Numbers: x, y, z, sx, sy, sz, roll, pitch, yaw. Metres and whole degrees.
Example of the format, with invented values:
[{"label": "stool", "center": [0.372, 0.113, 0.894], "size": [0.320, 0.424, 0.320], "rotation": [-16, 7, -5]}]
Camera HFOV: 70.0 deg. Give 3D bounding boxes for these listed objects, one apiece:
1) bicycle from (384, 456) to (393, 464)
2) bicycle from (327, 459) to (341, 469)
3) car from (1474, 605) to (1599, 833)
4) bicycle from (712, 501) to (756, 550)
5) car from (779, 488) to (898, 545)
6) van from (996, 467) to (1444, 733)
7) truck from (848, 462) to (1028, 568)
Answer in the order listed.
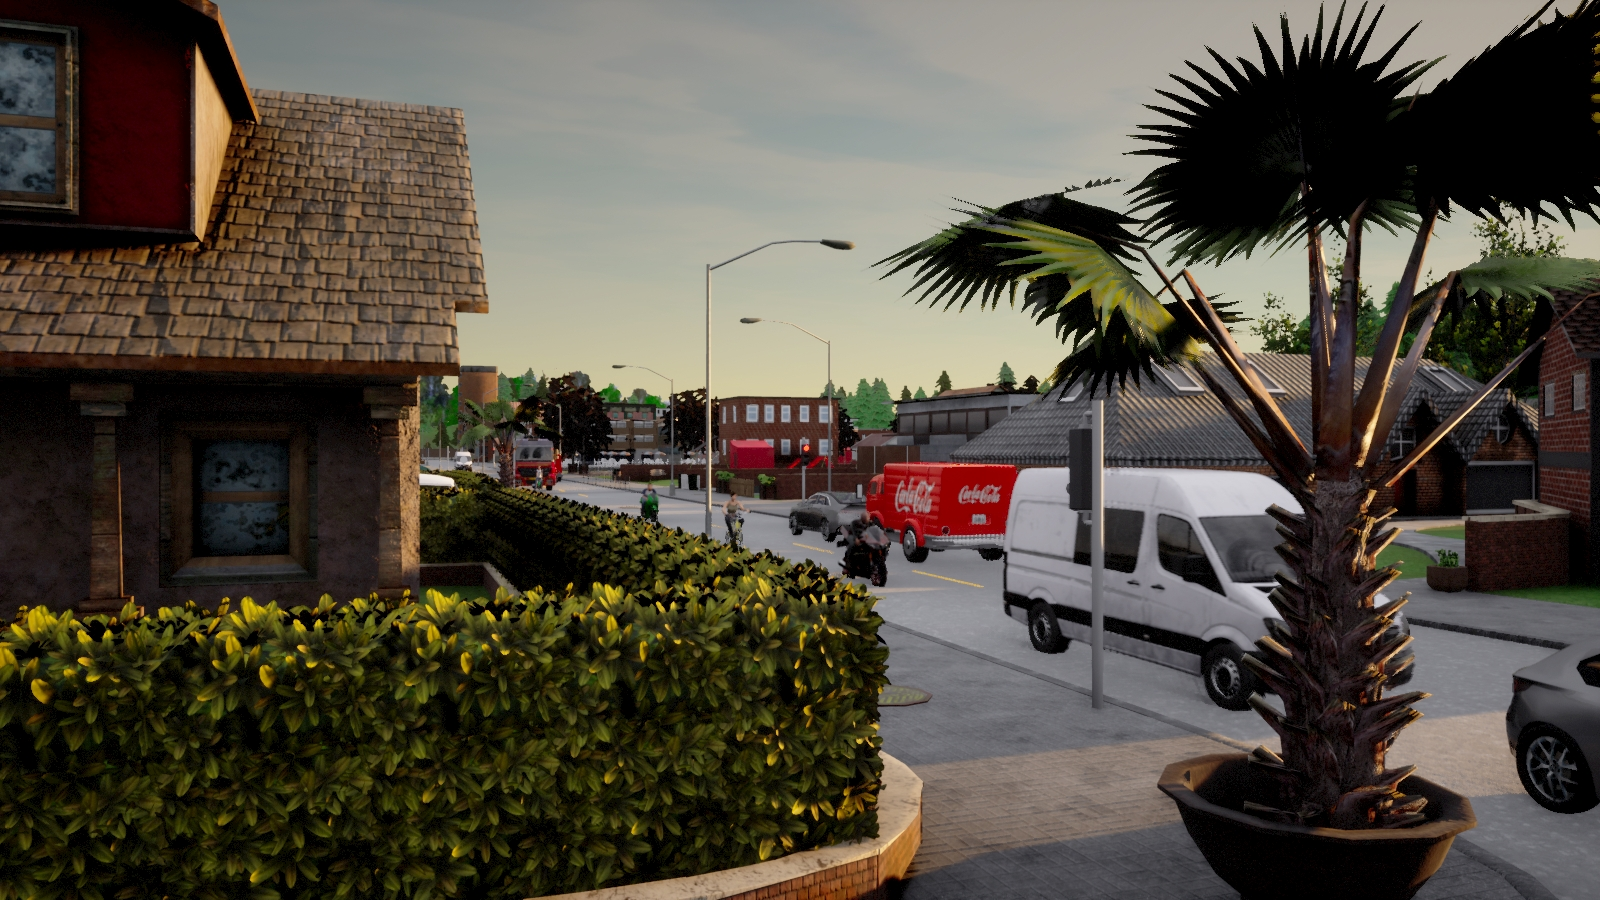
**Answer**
[{"label": "bicycle", "center": [-84.289, 2.056, 233.917], "size": [1.643, 1.496, 0.373], "rotation": [0, 0, -19]}, {"label": "bicycle", "center": [-69.274, 2.058, 169.814], "size": [1.835, 1.471, 0.329], "rotation": [0, 0, -20]}, {"label": "car", "center": [6.934, 2.069, 7.651], "size": [1.816, 1.474, 4.193], "rotation": [0, 0, -12]}, {"label": "bicycle", "center": [-1.908, 2.163, 33.019], "size": [0.859, 1.276, 1.487], "rotation": [0, 1, -20]}, {"label": "car", "center": [1.122, 2.053, 36.412], "size": [2.128, 1.511, 4.902], "rotation": [0, 0, -20]}, {"label": "van", "center": [4.853, 1.538, 14.501], "size": [1.988, 2.561, 5.915], "rotation": [0, 0, -20]}, {"label": "truck", "center": [3.468, 1.570, 29.990], "size": [2.627, 2.467, 5.204], "rotation": [0, 0, -20]}]
